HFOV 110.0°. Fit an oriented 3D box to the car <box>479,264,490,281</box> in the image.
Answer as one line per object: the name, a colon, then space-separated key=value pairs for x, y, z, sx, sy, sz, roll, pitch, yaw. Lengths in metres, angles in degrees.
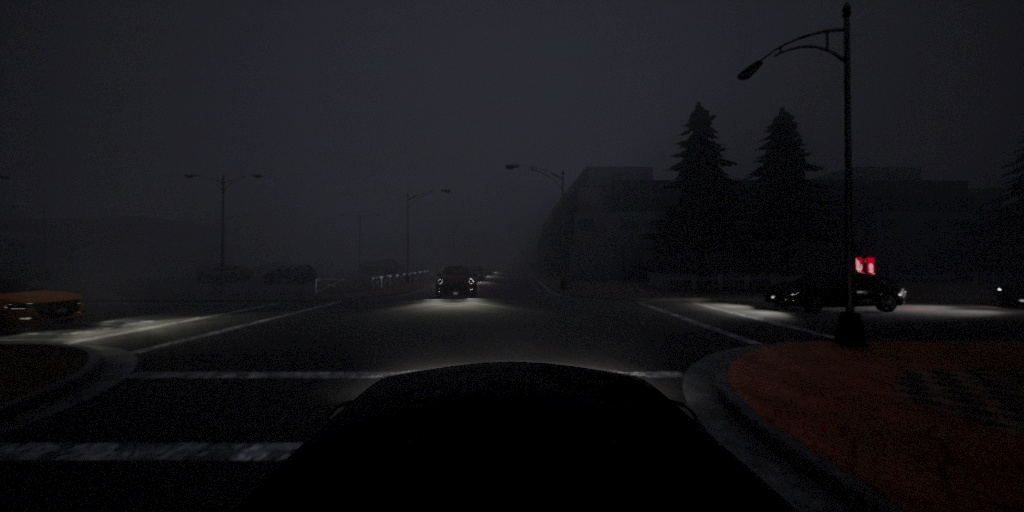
car: x=-3.621 y=1.670 z=34.861 sx=2.033 sy=1.411 sz=5.357 roll=0 pitch=-1 yaw=0

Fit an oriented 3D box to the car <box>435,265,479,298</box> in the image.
car: x=-3.141 y=1.315 z=20.303 sx=2.097 sy=1.767 sz=4.553 roll=0 pitch=0 yaw=-8

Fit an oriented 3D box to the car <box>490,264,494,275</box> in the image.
car: x=-3.615 y=1.775 z=46.071 sx=1.812 sy=1.442 sz=4.674 roll=0 pitch=-1 yaw=0

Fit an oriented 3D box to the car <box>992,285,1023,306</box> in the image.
car: x=23.061 y=1.512 z=14.685 sx=4.718 sy=1.301 sz=1.895 roll=0 pitch=-1 yaw=-1

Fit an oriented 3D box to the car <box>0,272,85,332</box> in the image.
car: x=-15.805 y=1.343 z=10.580 sx=5.008 sy=1.535 sz=1.882 roll=0 pitch=-1 yaw=-1

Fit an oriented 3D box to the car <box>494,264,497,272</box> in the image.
car: x=-3.547 y=2.027 z=61.861 sx=1.895 sy=1.301 sz=4.718 roll=0 pitch=-1 yaw=0

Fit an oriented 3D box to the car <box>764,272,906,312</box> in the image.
car: x=12.985 y=1.415 z=14.575 sx=4.892 sy=1.490 sz=1.837 roll=0 pitch=-1 yaw=-1
